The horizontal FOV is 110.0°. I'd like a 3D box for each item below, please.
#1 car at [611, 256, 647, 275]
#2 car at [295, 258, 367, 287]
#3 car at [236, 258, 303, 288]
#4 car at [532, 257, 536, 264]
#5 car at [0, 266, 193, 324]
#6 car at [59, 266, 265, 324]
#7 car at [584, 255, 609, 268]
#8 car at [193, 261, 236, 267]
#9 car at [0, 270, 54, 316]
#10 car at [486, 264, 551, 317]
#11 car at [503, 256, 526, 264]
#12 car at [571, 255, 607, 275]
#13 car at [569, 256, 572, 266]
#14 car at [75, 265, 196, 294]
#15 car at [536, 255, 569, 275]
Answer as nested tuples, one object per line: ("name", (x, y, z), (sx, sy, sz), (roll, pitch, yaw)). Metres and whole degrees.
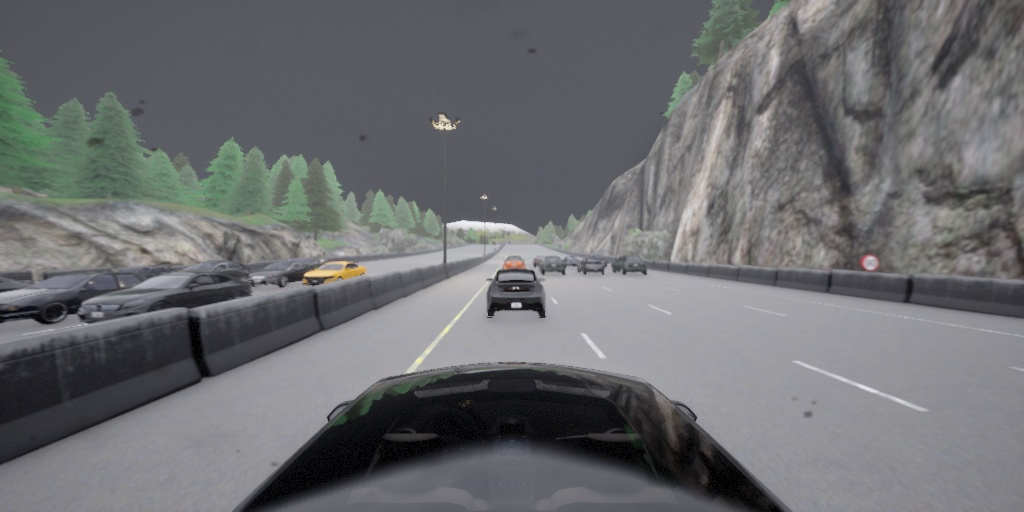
("car", (10.612, 0.738, 32.848), (2.097, 1.767, 4.553), (0, 1, 0))
("car", (-10.516, 1.073, 21.645), (1.882, 1.535, 5.008), (0, 1, 0))
("car", (-14.021, 1.085, 22.242), (2.128, 1.511, 4.902), (0, 1, 0))
("car", (3.700, 0.656, 46.636), (1.812, 1.442, 4.674), (0, 1, 1))
("car", (-14.069, 1.255, 12.005), (2.033, 1.411, 5.357), (0, 0, 0))
("car", (-10.574, 1.231, 11.497), (1.812, 1.442, 4.674), (0, 0, 1))
("car", (10.687, 0.632, 45.623), (2.128, 1.511, 4.902), (0, 1, 1))
("car", (-17.528, 1.109, 20.902), (2.128, 1.511, 4.902), (0, 1, 0))
("car", (-17.566, 1.249, 10.684), (1.812, 1.442, 4.674), (0, 0, 0))
("car", (0.134, 1.179, 12.746), (1.837, 1.490, 4.892), (0, 0, 0))
("car", (0.215, 0.736, 34.101), (2.097, 1.767, 4.553), (0, 1, 0))
("car", (7.116, 0.887, 32.763), (2.128, 1.511, 4.902), (0, 1, 0))
("car", (7.172, 0.717, 44.512), (2.033, 1.411, 5.357), (0, 1, 1))
("car", (-21.031, 1.231, 20.389), (1.895, 1.301, 4.718), (0, 1, 0))
("car", (3.617, 0.747, 33.047), (2.097, 1.767, 4.553), (0, 1, 0))
